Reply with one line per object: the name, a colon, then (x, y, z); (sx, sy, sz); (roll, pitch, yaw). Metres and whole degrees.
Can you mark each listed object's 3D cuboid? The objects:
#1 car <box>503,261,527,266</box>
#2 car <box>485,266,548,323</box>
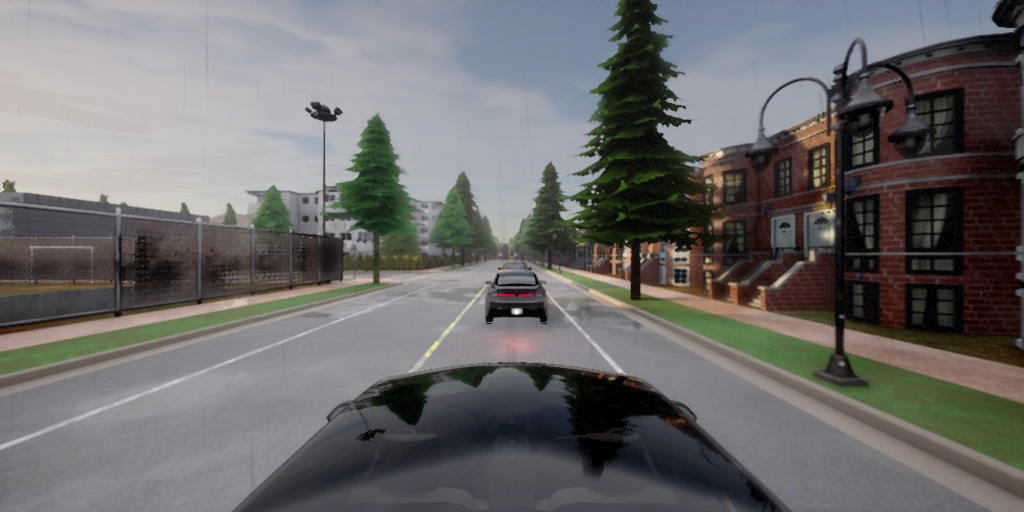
car: (0.177, 1.090, 22.026); (2.097, 1.767, 4.553); (0, 0, 0)
car: (0.139, 1.248, 12.085); (1.837, 1.490, 4.892); (0, 0, 0)
